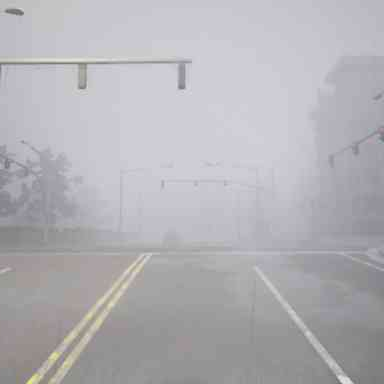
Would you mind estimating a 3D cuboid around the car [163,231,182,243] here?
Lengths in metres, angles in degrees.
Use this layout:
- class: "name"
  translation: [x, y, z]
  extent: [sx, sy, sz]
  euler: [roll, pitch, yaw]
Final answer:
- class: "car"
  translation: [-3.004, 6.501, 48.733]
  extent: [2.097, 1.767, 4.553]
  euler: [0, -8, 1]
